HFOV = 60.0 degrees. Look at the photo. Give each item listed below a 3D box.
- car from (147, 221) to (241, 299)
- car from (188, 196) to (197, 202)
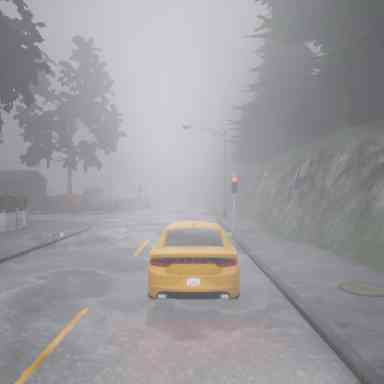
[{"bbox_3d":[0.050,1.477,8.484,1.882,1.535,5.008,0,0,1],"label":"car"},{"bbox_3d":[0.017,1.499,71.017,1.895,1.301,4.718,0,0,0],"label":"car"}]
